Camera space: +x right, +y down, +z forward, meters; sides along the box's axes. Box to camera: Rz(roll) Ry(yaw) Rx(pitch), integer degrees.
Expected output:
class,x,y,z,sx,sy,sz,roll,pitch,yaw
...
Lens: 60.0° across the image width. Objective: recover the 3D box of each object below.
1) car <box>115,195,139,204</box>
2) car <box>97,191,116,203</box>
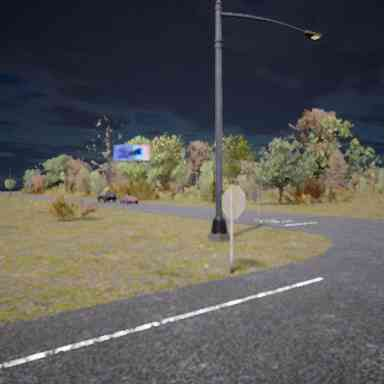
class,x,y,z,sx,sy,sz,roll,pitch,yaw
car,-10.130,1.212,52.986,1.994,1.385,4.181,-1,0,-33
car,-15.692,0.847,61.313,2.150,2.045,5.566,-1,0,-34
